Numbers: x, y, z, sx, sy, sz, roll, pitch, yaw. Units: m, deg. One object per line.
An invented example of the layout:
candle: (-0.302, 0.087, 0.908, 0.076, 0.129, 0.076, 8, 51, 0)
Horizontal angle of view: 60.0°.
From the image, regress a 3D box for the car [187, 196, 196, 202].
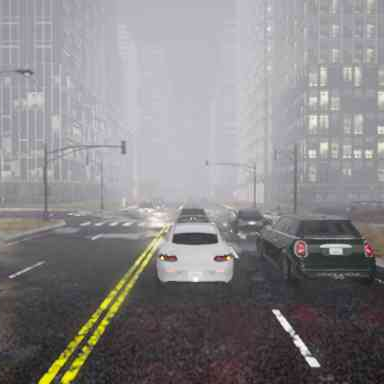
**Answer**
car: (-0.219, 1.910, 79.931, 1.837, 1.490, 4.892, 0, 0, 0)

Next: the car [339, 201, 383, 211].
car: (16.121, 1.699, 29.186, 5.009, 1.841, 2.192, 0, 0, 1)

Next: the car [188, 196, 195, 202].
car: (-0.249, 1.775, 90.349, 1.882, 1.535, 5.008, 0, 0, 0)

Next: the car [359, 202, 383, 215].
car: (21.707, 1.873, 37.487, 4.829, 1.417, 1.752, 0, 0, 1)

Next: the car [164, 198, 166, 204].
car: (-6.697, 1.854, 71.056, 1.882, 1.535, 5.008, 0, 0, 0)

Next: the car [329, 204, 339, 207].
car: (14.996, 1.917, 34.988, 4.718, 1.301, 1.895, 0, 1, 1)

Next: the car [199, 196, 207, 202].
car: (3.002, 1.822, 90.357, 1.812, 1.442, 4.674, 0, 0, 0)

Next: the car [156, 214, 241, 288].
car: (0.077, 1.579, 9.276, 1.812, 1.442, 4.674, 0, 0, 0)

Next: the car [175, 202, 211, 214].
car: (0.045, 1.618, 19.791, 1.837, 1.490, 4.892, 0, 0, 0)

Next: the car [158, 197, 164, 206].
car: (-6.735, 1.803, 60.681, 1.882, 1.535, 5.008, 0, 0, 0)

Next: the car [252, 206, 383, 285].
car: (3.324, 1.408, 9.806, 2.097, 1.767, 4.553, 0, 0, 0)

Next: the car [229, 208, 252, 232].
car: (3.345, 1.678, 20.209, 1.994, 1.385, 4.181, 0, 0, 2)

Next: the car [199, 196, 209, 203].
car: (3.031, 1.887, 79.939, 1.882, 1.535, 5.008, 0, 0, 0)

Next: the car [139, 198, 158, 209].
car: (-6.728, 1.838, 50.357, 1.994, 1.385, 4.181, 0, 0, 0)
